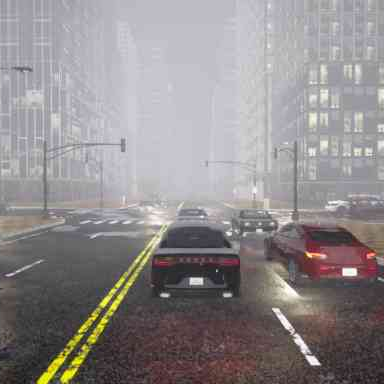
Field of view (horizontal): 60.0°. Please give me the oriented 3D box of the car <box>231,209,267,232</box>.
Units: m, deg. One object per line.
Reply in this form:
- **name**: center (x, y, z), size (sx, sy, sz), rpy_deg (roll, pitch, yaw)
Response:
- **car**: center (3.284, 1.591, 18.426), size (1.895, 1.301, 4.718), rpy_deg (0, 0, 0)

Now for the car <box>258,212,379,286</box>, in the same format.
- **car**: center (3.317, 1.521, 9.307), size (1.812, 1.442, 4.674), rpy_deg (0, 0, 0)

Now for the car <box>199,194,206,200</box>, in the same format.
- **car**: center (2.924, 1.431, 91.806), size (1.812, 1.442, 4.674), rpy_deg (0, 0, 0)

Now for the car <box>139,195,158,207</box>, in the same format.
- **car**: center (-6.771, 1.528, 50.633), size (1.994, 1.385, 4.181), rpy_deg (0, 0, 0)

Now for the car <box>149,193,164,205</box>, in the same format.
- **car**: center (-6.788, 1.175, 59.666), size (2.150, 2.045, 5.566), rpy_deg (0, 0, 0)

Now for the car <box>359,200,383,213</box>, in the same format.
- **car**: center (21.677, 1.643, 37.478), size (4.829, 1.417, 1.752), rpy_deg (1, 0, 1)

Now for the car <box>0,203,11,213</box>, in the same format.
- **car**: center (-20.096, 1.364, 32.229), size (4.674, 1.442, 1.812), rpy_deg (1, 1, 1)

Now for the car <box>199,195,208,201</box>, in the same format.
- **car**: center (2.959, 1.449, 81.943), size (2.128, 1.511, 4.902), rpy_deg (0, 0, 0)

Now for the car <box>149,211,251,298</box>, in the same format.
- **car**: center (0.065, 1.474, 8.541), size (1.882, 1.535, 5.008), rpy_deg (0, 0, 0)

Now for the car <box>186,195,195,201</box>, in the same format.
- **car**: center (-0.288, 1.425, 80.946), size (1.837, 1.490, 4.892), rpy_deg (0, 0, 0)

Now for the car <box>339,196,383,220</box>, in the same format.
- **car**: center (16.097, 1.519, 29.172), size (5.009, 1.841, 2.192), rpy_deg (1, 0, 1)

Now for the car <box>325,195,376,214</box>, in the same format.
- **car**: center (17.042, 1.340, 34.940), size (5.566, 2.045, 2.150), rpy_deg (1, 1, 1)

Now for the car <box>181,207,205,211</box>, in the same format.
- **car**: center (0.033, 1.538, 18.362), size (2.033, 1.411, 5.357), rpy_deg (0, 0, 0)
